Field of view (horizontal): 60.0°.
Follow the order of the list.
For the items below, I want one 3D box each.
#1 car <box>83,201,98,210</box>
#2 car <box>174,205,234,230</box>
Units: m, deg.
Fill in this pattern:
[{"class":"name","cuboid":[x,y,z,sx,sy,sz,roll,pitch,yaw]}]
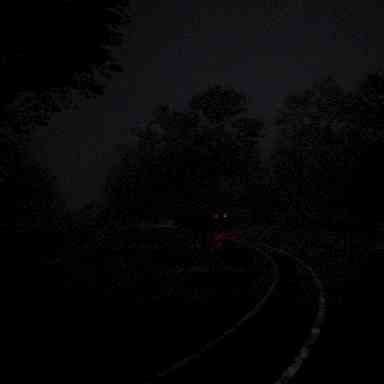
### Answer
[{"class":"car","cuboid":[-19.319,2.652,62.565,1.837,1.490,4.892,0,-1,-13]},{"class":"car","cuboid":[0.747,1.708,24.109,2.097,1.767,4.553,0,-1,-45]}]
